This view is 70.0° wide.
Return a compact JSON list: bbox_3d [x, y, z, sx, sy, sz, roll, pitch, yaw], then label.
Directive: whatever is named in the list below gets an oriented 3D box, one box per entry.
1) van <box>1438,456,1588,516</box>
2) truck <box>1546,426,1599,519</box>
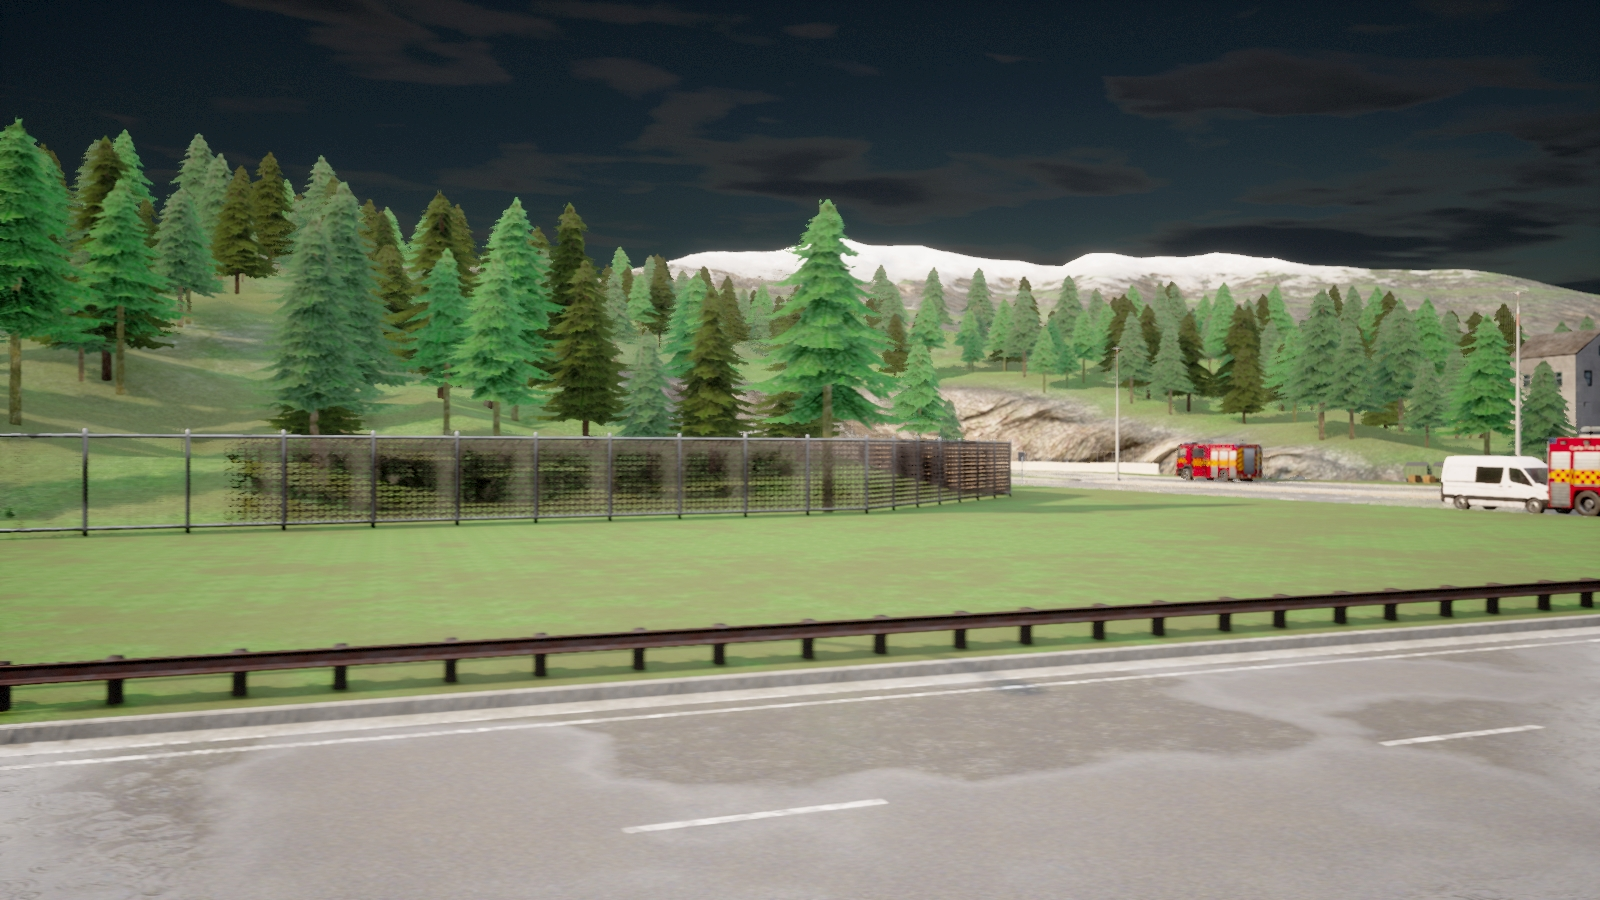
[{"bbox_3d":[32.594,1.574,52.484,1.988,2.561,5.915,0,0,-19],"label":"van"},{"bbox_3d":[34.790,0.927,45.525,2.891,3.827,8.468,0,0,-19],"label":"truck"}]
